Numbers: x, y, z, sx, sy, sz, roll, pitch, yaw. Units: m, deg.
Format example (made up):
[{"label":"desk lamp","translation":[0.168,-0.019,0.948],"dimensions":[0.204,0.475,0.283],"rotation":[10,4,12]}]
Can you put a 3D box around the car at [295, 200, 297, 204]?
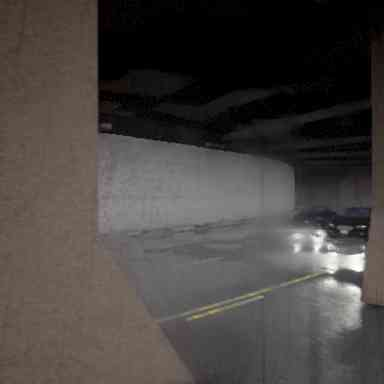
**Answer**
[{"label":"car","translation":[18.456,1.669,65.783],"dimensions":[1.882,1.535,5.008],"rotation":[0,-1,-33]}]

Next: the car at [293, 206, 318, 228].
[{"label":"car","translation":[8.269,1.622,21.817],"dimensions":[1.994,1.385,4.181],"rotation":[0,0,40]}]

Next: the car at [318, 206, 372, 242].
[{"label":"car","translation":[8.483,1.531,16.756],"dimensions":[2.128,1.511,4.902],"rotation":[0,0,42]}]
